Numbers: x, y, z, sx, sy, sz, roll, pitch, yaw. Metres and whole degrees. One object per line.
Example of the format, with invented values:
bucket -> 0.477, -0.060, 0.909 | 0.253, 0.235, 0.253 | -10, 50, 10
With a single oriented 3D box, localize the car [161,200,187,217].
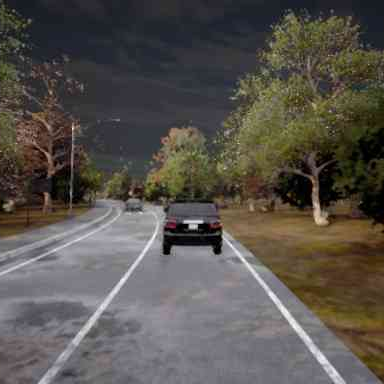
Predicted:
car -> -1.911, 1.616, 33.413 | 2.033, 1.411, 5.357 | 1, 0, -9

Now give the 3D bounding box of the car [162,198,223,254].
car -> -0.033, 1.247, 13.793 | 2.150, 2.045, 5.566 | 0, 0, -2

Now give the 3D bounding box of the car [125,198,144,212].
car -> -6.830, 1.511, 39.163 | 1.837, 1.490, 4.892 | 1, 0, -12
